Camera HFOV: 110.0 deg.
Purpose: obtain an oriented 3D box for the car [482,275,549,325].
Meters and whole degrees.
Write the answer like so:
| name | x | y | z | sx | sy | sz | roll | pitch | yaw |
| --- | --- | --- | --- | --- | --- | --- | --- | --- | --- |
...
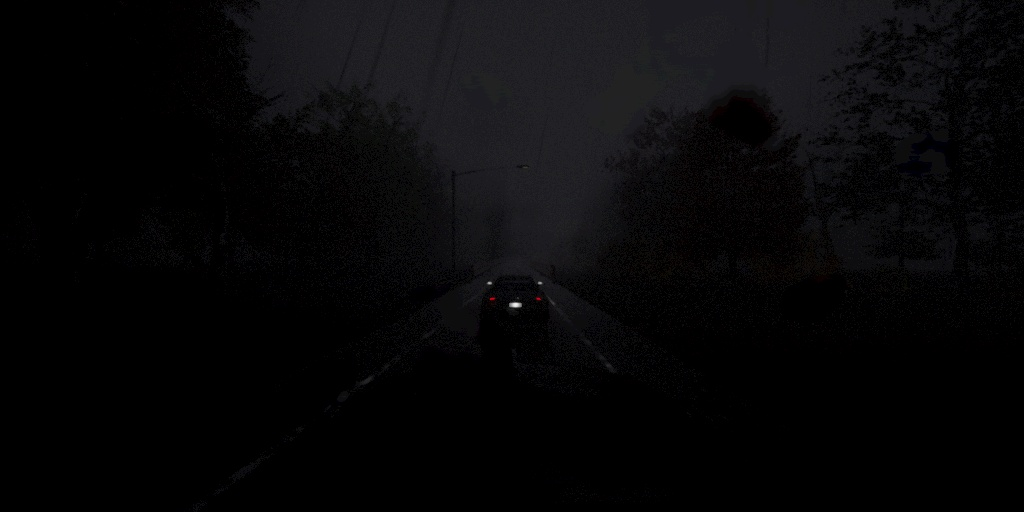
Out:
| name | x | y | z | sx | sy | sz | roll | pitch | yaw |
| --- | --- | --- | --- | --- | --- | --- | --- | --- | --- |
| car | 0.098 | 1.316 | 11.856 | 1.994 | 1.385 | 4.181 | 0 | 0 | 0 |
